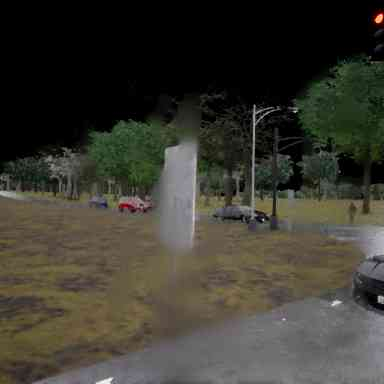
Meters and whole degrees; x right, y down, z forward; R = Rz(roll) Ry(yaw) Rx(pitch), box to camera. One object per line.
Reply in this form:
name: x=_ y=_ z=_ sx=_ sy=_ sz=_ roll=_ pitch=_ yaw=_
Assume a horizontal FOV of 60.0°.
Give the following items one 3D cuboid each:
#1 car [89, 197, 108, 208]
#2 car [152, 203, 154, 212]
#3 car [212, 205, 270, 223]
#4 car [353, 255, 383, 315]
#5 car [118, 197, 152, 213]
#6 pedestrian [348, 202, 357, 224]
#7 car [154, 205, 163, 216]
car: x=-18.366 y=1.965 z=65.220 sx=2.150 sy=2.045 sz=5.566 roll=3 pitch=-2 yaw=-36
car: x=-7.341 y=2.127 z=49.878 sx=1.837 sy=1.490 sz=4.892 roll=3 pitch=-2 yaw=-36
car: x=3.962 y=1.793 z=27.840 sx=2.033 sy=1.411 sz=5.357 roll=3 pitch=-2 yaw=-36
car: x=5.339 y=1.482 z=6.518 sx=5.008 sy=1.535 sz=1.882 roll=0 pitch=-1 yaw=-27
car: x=-7.938 y=1.680 z=44.423 sx=2.150 sy=2.045 sz=5.566 roll=3 pitch=-2 yaw=-35
pedestrian: x=13.353 y=1.718 z=27.813 sx=0.375 sy=1.860 sz=0.375 roll=2 pitch=-1 yaw=-36
car: x=-1.849 y=1.928 z=35.896 sx=1.994 sy=1.385 sz=4.181 roll=3 pitch=-2 yaw=-37
